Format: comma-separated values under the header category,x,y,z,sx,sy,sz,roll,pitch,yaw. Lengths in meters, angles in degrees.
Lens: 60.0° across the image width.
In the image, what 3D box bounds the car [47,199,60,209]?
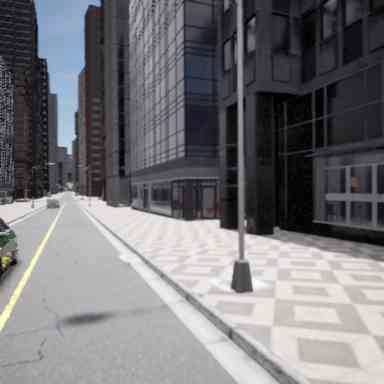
category,x,y,z,sx,sy,sz,roll,pitch,yaw
car,-24.884,2.027,59.739,2.097,1.767,4.553,-1,0,-20

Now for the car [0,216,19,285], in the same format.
category,x,y,z,sx,sy,sz,roll,pitch,yaw
car,-6.159,1.497,9.082,2.097,1.767,4.553,-1,0,-20
